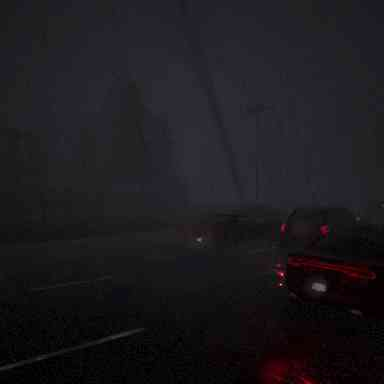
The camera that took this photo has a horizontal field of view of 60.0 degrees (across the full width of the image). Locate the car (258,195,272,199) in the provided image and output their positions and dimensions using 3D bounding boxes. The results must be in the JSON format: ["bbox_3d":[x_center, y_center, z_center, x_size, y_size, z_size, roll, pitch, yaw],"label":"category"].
[{"bbox_3d":[17.986,1.549,81.923,1.812,1.442,4.674,0,0,-19],"label":"car"}]

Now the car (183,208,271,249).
[{"bbox_3d":[1.962,1.610,14.647,4.718,1.301,1.895,0,0,-42],"label":"car"}]

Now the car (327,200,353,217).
[{"bbox_3d":[14.225,1.548,32.159,1.994,1.385,4.181,0,0,20],"label":"car"}]

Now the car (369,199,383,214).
[{"bbox_3d":[18.024,1.462,32.669,2.128,1.511,4.902,0,0,17],"label":"car"}]

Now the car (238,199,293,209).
[{"bbox_3d":[4.582,1.486,22.290,1.882,1.535,5.008,0,0,42],"label":"car"}]

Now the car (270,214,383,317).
[{"bbox_3d":[4.063,1.472,7.284,5.008,1.535,1.882,0,0,-40],"label":"car"}]

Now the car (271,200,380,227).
[{"bbox_3d":[5.424,1.348,13.216,4.553,1.767,2.097,0,0,-43],"label":"car"}]

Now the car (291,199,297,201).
[{"bbox_3d":[12.707,1.564,42.904,1.994,1.385,4.181,0,0,3],"label":"car"}]
